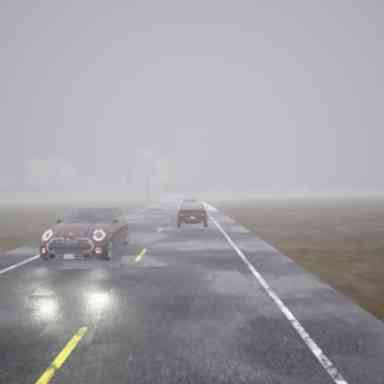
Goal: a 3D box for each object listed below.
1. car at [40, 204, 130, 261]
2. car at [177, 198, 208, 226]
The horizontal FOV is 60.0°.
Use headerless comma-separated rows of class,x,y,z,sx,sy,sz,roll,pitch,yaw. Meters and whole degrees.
car,-3.631,1.300,12.029,2.097,1.767,4.553,0,0,0
car,0.008,1.385,22.371,1.882,1.535,5.008,0,0,0
